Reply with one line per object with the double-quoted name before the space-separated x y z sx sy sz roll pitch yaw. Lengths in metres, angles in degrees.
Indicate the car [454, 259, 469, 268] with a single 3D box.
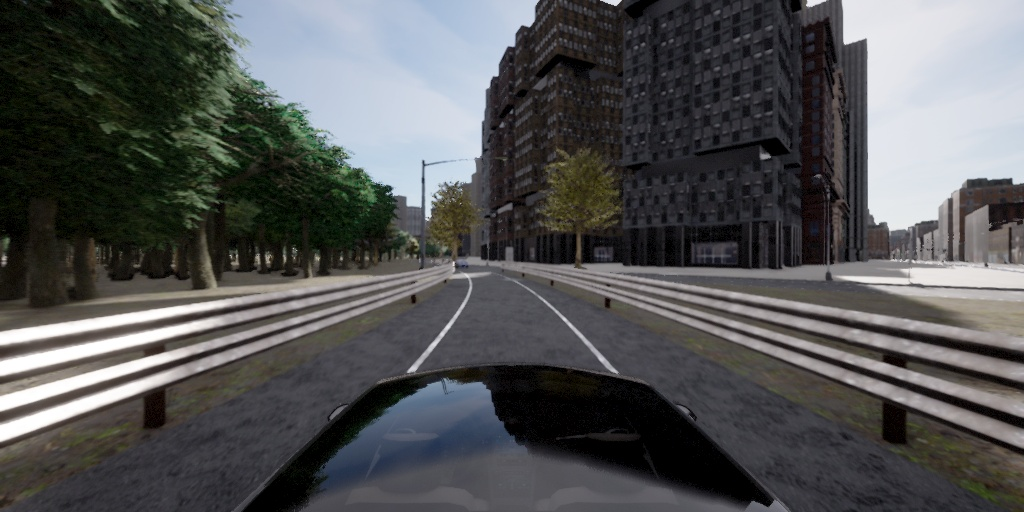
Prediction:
"car" -8.378 1.251 58.246 2.033 1.411 5.357 0 0 -20
